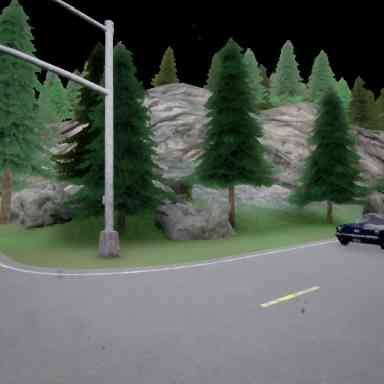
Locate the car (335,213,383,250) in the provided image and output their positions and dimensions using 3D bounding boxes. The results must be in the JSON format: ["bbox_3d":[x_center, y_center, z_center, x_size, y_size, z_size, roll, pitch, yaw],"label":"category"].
[{"bbox_3d":[8.198,1.610,14.516,4.718,1.301,1.895,0,0,-39],"label":"car"}]
